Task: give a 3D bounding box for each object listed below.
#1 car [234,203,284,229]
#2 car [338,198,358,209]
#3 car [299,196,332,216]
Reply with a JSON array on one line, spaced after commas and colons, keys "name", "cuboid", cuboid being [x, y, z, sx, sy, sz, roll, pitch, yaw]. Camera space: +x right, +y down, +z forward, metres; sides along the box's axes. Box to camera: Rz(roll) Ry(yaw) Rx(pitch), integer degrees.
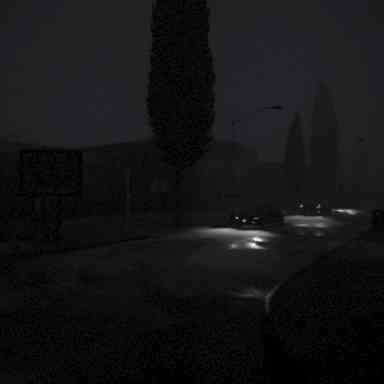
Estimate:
[{"name": "car", "cuboid": [4.537, 1.486, 21.926, 1.837, 1.490, 4.892, 0, 0, 35]}, {"name": "car", "cuboid": [21.147, 1.547, 45.057, 1.994, 1.385, 4.181, 0, 0, 35]}, {"name": "car", "cuboid": [12.065, 1.333, 32.472, 2.097, 1.767, 4.553, 0, 0, 36]}]
